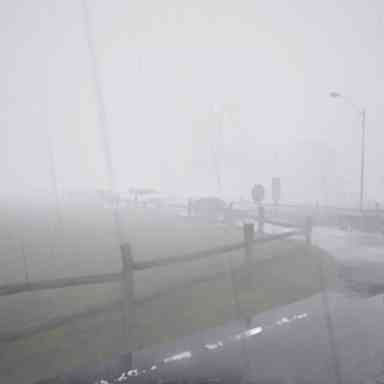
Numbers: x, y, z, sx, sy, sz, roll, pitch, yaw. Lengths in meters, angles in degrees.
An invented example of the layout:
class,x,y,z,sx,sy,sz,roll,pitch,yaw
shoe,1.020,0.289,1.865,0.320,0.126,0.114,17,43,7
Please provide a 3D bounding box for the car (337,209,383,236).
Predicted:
class,x,y,z,sx,sy,sz,roll,pitch,yaw
car,9.051,1.466,15.663,1.895,1.301,4.718,2,1,-14

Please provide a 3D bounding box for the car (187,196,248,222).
class,x,y,z,sx,sy,sz,roll,pitch,yaw
car,1.613,1.089,22.151,1.882,1.535,5.008,1,1,-35

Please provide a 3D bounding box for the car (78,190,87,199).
class,x,y,z,sx,sy,sz,roll,pitch,yaw
car,-15.522,0.345,51.600,1.882,1.535,5.008,1,1,-35

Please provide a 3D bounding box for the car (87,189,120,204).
class,x,y,z,sx,sy,sz,roll,pitch,yaw
car,-10.168,0.490,38.903,2.097,1.767,4.553,1,1,-35

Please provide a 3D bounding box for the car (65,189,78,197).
class,x,y,z,sx,sy,sz,roll,pitch,yaw
car,-21.555,0.123,60.156,2.128,1.511,4.902,1,1,-35

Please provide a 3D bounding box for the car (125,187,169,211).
class,x,y,z,sx,sy,sz,roll,pitch,yaw
car,-4.225,0.597,30.451,2.150,2.045,5.566,1,1,-35
